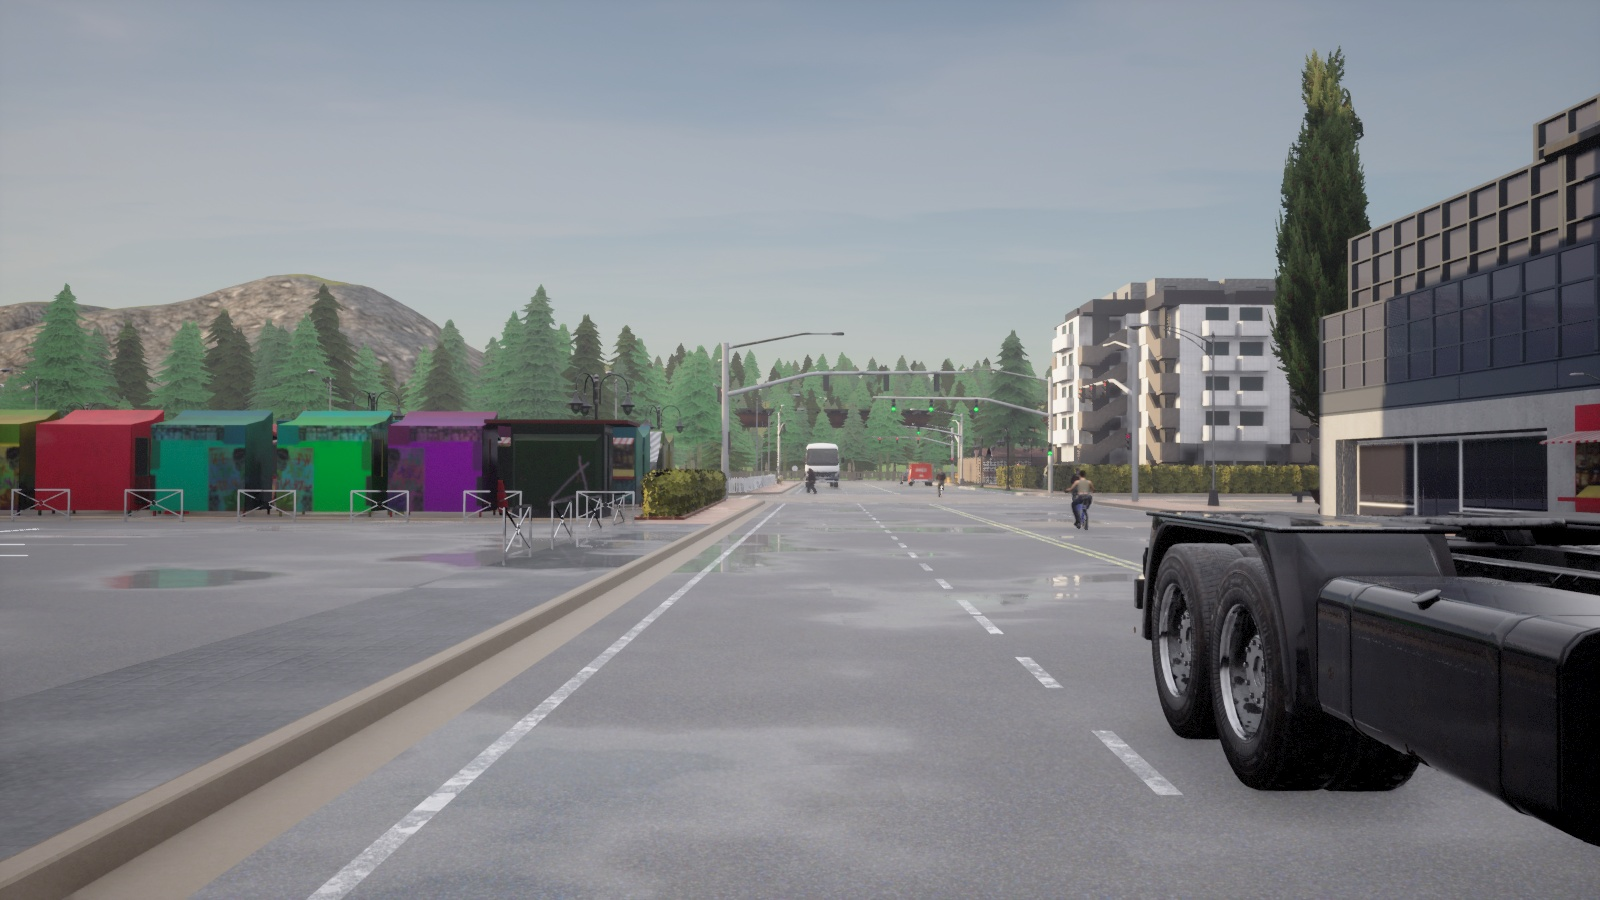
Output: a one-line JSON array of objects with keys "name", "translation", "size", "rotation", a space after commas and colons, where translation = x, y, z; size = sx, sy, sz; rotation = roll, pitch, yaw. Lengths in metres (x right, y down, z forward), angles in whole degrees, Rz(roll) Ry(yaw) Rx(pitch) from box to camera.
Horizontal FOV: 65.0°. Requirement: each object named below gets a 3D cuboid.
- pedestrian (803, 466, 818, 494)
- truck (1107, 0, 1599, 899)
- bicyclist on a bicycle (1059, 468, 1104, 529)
[{"name": "pedestrian", "translation": [0.686, 2.006, 83.482], "size": [0.899, 1.844, 0.634], "rotation": [0, -1, -7]}, {"name": "truck", "translation": [3.537, -0.102, 4.747], "size": [2.891, 3.462, 7.936], "rotation": [0, -1, 1]}, {"name": "bicyclist on a bicycle", "translation": [7.568, 1.287, 33.804], "size": [0.866, 1.612, 1.509], "rotation": [0, -1, 1]}]
